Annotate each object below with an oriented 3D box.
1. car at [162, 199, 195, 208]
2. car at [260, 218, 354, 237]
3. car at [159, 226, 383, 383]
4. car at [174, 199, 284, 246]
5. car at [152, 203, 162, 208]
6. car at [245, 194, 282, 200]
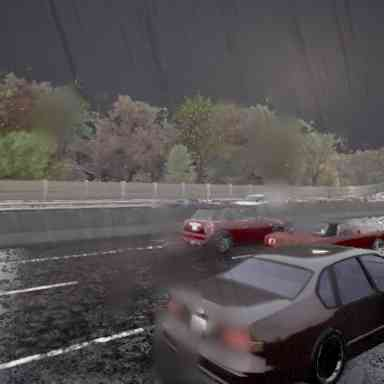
[{"bbox_3d":[-0.018,1.563,34.072,5.357,1.411,2.033,0,0,-35],"label":"car"},{"bbox_3d":[4.769,1.606,11.448,4.718,1.301,1.895,0,0,-36],"label":"car"},{"bbox_3d":[2.141,1.549,5.273,5.357,1.411,2.033,0,0,-36],"label":"car"},{"bbox_3d":[1.835,1.356,13.655,4.553,1.767,2.097,0,0,-35],"label":"car"},{"bbox_3d":[-2.082,1.507,36.893,4.902,1.511,2.128,0,0,-35],"label":"car"},{"bbox_3d":[5.852,1.240,29.658,5.566,2.045,2.150,0,0,-35],"label":"car"}]
